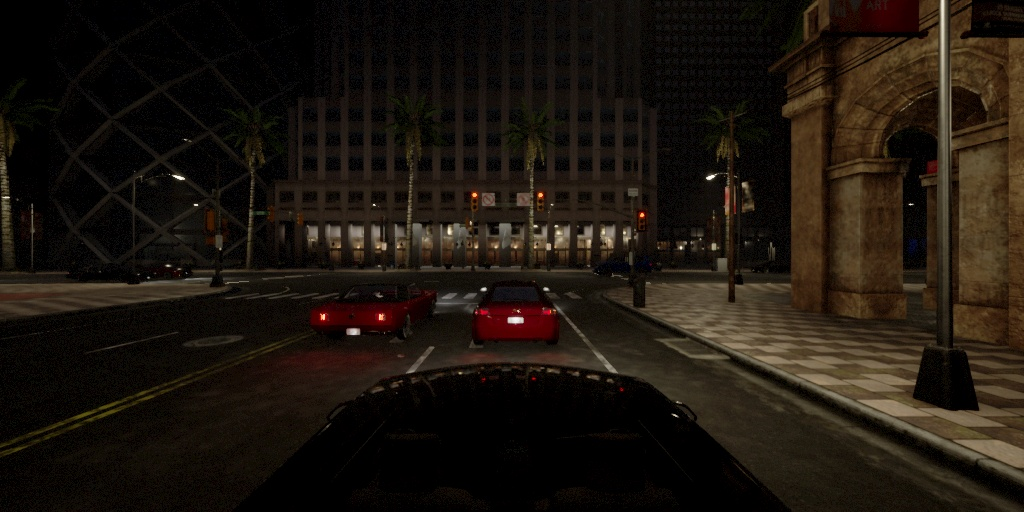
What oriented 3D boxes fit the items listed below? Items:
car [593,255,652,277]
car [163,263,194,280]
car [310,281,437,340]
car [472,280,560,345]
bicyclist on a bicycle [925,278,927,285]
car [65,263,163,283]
[{"bbox_3d":[10.769,0.970,35.085,5.566,2.045,2.150,0,0,-1],"label":"car"},{"bbox_3d":[-30.426,1.314,31.157,4.181,1.385,1.994,0,0,-5],"label":"car"},{"bbox_3d":[-3.417,1.351,9.976,1.895,1.301,4.718,0,0,0],"label":"car"},{"bbox_3d":[0.082,1.314,9.513,1.994,1.385,4.181,0,0,0],"label":"car"},{"bbox_3d":[24.677,1.051,20.602,0.582,1.620,1.656,0,0,0],"label":"bicyclist on a bicycle"},{"bbox_3d":[-30.992,1.297,27.824,5.357,1.411,2.033,0,0,-3],"label":"car"}]
